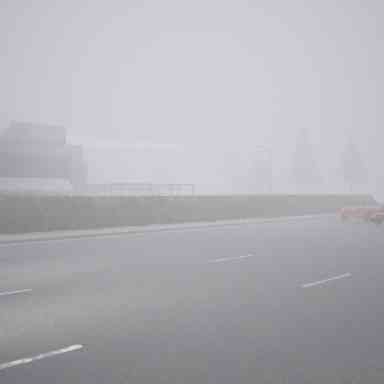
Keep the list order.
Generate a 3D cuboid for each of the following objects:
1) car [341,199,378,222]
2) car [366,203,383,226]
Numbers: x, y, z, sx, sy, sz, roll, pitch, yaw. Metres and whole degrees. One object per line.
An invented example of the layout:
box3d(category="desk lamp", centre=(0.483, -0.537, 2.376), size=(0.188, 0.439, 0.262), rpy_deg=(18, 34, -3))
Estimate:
box3d(category="car", centre=(13.946, 1.352, 26.582), size=(4.553, 1.767, 2.097), rpy_deg=(0, 0, -35))
box3d(category="car", centre=(14.008, 1.601, 22.329), size=(4.718, 1.301, 1.895), rpy_deg=(0, 0, -35))
